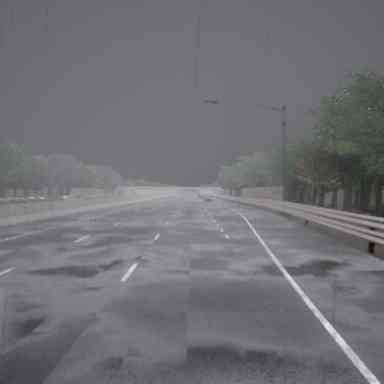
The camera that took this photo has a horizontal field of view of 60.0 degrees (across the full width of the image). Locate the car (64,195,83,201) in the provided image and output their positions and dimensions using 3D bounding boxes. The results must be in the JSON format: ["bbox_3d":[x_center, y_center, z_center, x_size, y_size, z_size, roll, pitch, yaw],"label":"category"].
[{"bbox_3d":[-21.020,1.396,59.035,2.097,1.767,4.553,0,0,0],"label":"car"}]

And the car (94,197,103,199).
[{"bbox_3d":[-17.500,1.624,62.433,2.033,1.411,5.357,0,0,0],"label":"car"}]

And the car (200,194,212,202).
[{"bbox_3d":[3.500,1.609,77.521,1.895,1.301,4.718,0,0,0],"label":"car"}]
